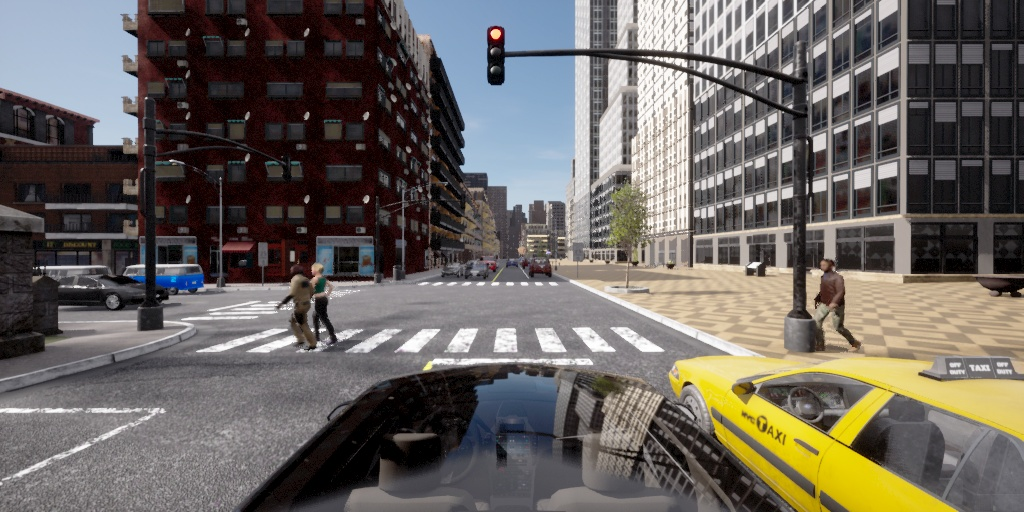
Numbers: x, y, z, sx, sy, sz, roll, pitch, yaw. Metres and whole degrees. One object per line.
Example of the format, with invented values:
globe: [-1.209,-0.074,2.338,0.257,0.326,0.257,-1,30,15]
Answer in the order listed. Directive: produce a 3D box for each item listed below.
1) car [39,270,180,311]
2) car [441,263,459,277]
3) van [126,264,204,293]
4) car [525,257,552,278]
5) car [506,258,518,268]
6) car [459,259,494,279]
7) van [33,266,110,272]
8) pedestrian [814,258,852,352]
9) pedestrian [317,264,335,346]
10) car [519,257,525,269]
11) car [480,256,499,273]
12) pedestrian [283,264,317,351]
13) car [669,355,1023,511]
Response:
car: [-17.866,1.528,15.591,4.892,1.490,1.837,-1,0,-1]
car: [-5.690,1.309,34.597,2.007,1.370,4.403,0,0,0]
van: [-20.767,1.391,21.357,3.998,1.789,1.690,0,0,-1]
car: [2.690,1.074,34.597,2.192,1.841,5.009,0,0,0]
car: [0.001,1.147,63.760,2.097,1.767,4.553,0,0,0]
car: [-3.095,1.249,32.198,2.128,1.511,4.902,0,0,0]
van: [-26.305,1.481,21.307,3.998,1.789,1.690,0,0,-1]
pedestrian: [6.095,0.891,6.864,0.375,1.860,0.375,0,0,0]
pedestrian: [-4.366,1.061,8.137,0.375,1.860,0.375,0,0,0]
car: [2.691,1.098,56.702,2.192,1.841,5.009,0,0,0]
car: [-3.079,0.992,44.752,2.150,2.045,5.566,0,0,0]
pedestrian: [-4.469,1.053,7.561,0.375,1.860,0.375,0,0,0]
car: [2.689,1.275,2.354,1.751,1.417,4.829,0,0,0]
